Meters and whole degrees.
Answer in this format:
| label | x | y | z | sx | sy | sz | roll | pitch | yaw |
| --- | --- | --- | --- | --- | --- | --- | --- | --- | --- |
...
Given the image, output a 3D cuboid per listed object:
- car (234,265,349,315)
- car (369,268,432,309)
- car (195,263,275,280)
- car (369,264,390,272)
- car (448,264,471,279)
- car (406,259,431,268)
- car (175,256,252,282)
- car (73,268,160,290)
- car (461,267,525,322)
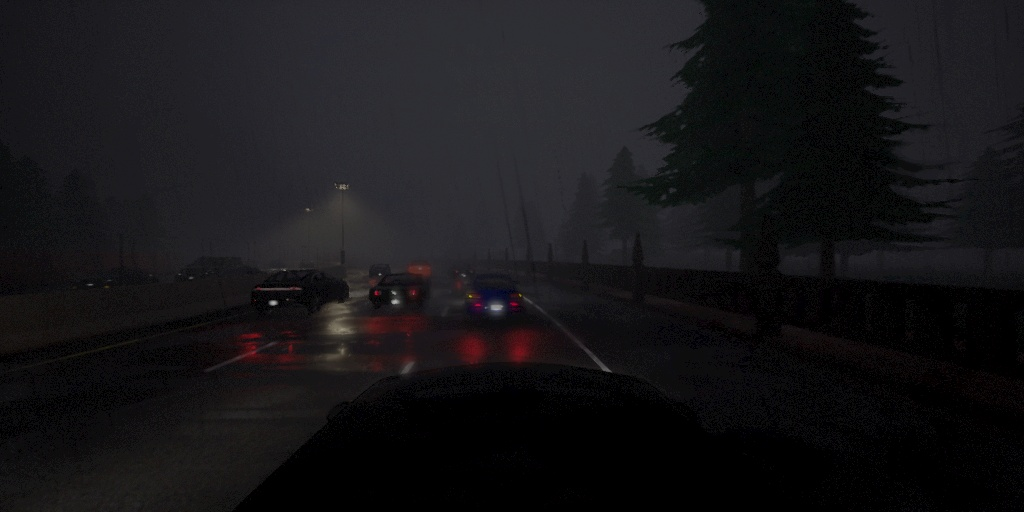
| label | x | y | z | sx | sy | sz | roll | pitch | yaw |
| --- | --- | --- | --- | --- | --- | --- | --- | --- | --- |
| car | -7.864 | 1.269 | 13.780 | 2.128 | 1.511 | 4.902 | 0 | 0 | -7 |
| car | -4.485 | 1.365 | 15.153 | 1.895 | 1.301 | 4.718 | 0 | 0 | -7 |
| car | -16.512 | 1.335 | 21.709 | 1.812 | 1.442 | 4.674 | 0 | 0 | -13 |
| car | -12.909 | 1.394 | 35.153 | 1.895 | 1.301 | 4.718 | 0 | 0 | -19 |
| car | -4.636 | 1.363 | 32.316 | 1.895 | 1.301 | 4.718 | 0 | 0 | -16 |
| car | -8.671 | 1.129 | 33.331 | 2.097 | 1.767 | 4.553 | 0 | 0 | -18 |
| car | -20.986 | 1.047 | 25.291 | 2.150 | 2.045 | 5.566 | 0 | 0 | -16 |
| car | -23.714 | 1.400 | 21.703 | 1.994 | 1.385 | 4.181 | 0 | 0 | -14 |
| car | -0.682 | 1.276 | 12.330 | 1.812 | 1.442 | 4.674 | 0 | 0 | -6 |
